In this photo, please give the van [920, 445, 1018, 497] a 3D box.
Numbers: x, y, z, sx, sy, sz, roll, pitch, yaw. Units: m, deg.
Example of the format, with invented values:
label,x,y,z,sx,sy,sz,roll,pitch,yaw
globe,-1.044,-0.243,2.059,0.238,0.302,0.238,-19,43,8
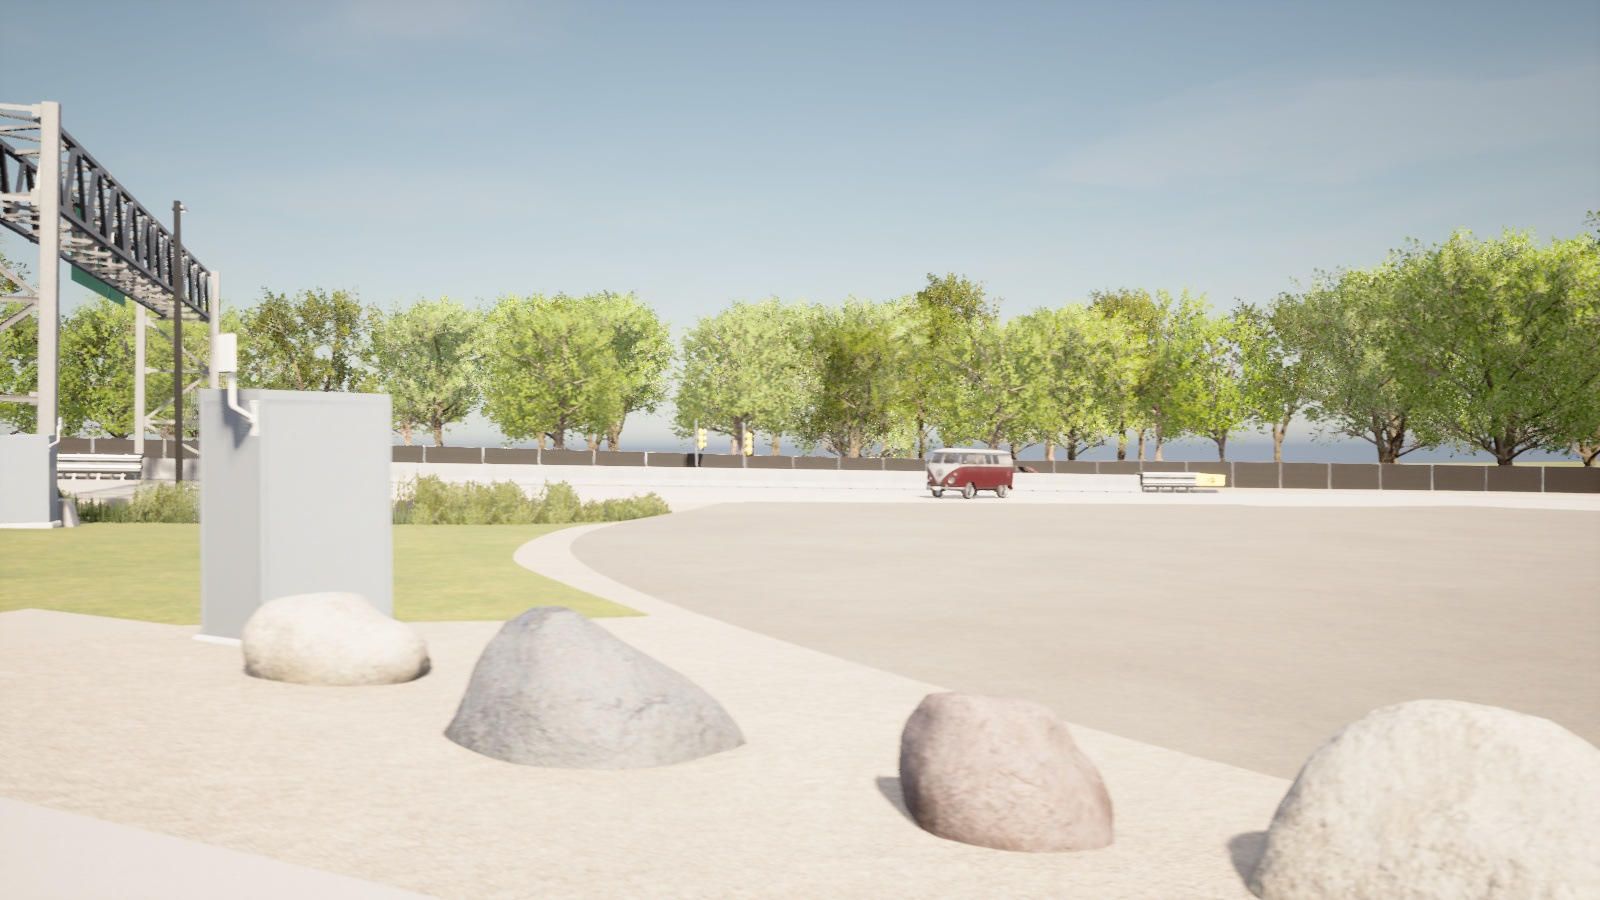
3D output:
label,x,y,z,sx,sy,sz,roll,pitch,yaw
van,6.812,0.818,50.252,1.775,1.987,4.442,0,0,40
